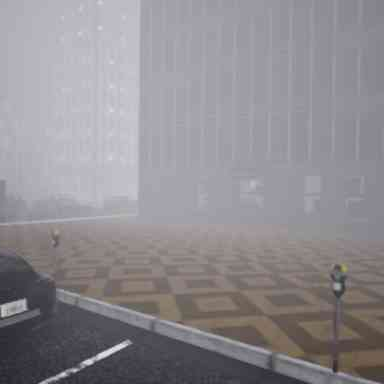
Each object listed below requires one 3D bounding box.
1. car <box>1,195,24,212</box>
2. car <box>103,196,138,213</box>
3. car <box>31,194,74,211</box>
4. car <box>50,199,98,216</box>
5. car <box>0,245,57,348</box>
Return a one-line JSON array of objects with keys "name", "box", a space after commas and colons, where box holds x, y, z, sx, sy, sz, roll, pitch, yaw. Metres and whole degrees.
[{"name": "car", "box": [-19.845, 1.203, 34.075, 2.192, 1.841, 5.009, 1, 1, 35]}, {"name": "car", "box": [-7.629, 1.353, 37.223, 2.192, 1.841, 5.009, 1, 1, 35]}, {"name": "car", "box": [-16.180, 1.211, 39.238, 2.192, 1.841, 5.009, 1, 1, 35]}, {"name": "car", "box": [-11.129, 1.612, 32.302, 1.802, 1.307, 4.206, 1, 1, 35]}, {"name": "car", "box": [-4.019, 1.552, 5.576, 4.313, 1.339, 1.947, 0, 1, 36]}]
